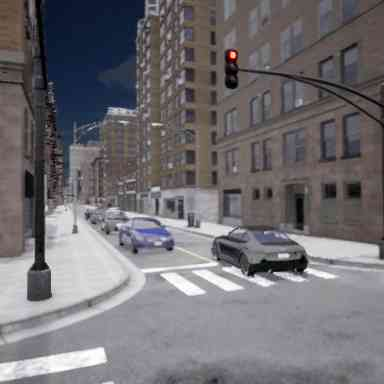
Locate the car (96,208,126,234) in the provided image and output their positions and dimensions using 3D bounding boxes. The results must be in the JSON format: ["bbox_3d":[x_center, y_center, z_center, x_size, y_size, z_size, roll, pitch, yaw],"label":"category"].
[{"bbox_3d":[-5.634,2.211,24.666,2.128,1.511,4.902,0,-2,-21],"label":"car"}]

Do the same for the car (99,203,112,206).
[{"bbox_3d":[-14.429,2.834,55.203,2.150,2.045,5.566,0,-2,-21],"label":"car"}]

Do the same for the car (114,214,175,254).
[{"bbox_3d":[-2.323,1.982,16.115,1.812,1.442,4.674,0,-2,-23],"label":"car"}]

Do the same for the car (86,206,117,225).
[{"bbox_3d":[-9.396,2.509,34.379,2.128,1.511,4.902,0,-2,-21],"label":"car"}]

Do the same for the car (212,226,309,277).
[{"bbox_3d":[2.117,1.844,11.414,1.994,1.385,4.181,0,-2,-14],"label":"car"}]
